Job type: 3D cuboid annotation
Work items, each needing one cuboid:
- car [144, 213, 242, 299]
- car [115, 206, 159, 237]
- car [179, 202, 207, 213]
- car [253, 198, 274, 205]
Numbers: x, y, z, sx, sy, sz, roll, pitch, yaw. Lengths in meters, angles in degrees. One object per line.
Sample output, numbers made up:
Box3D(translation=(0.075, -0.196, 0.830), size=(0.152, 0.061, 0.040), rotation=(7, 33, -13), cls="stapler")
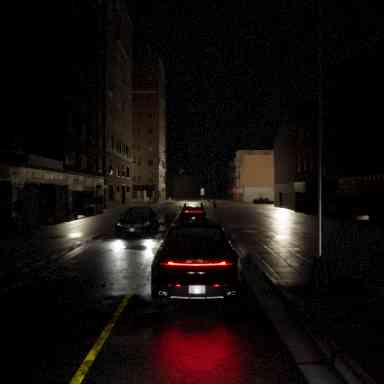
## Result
Box3D(translation=(0.102, 1.505, 8.404), size=(1.837, 1.490, 4.892), rotation=(0, 0, 0), cls="car")
Box3D(translation=(-2.847, 1.526, 18.111), size=(1.812, 1.442, 4.674), rotation=(0, 0, 0), cls="car")
Box3D(translation=(0.101, 1.492, 24.184), size=(2.128, 1.511, 4.902), rotation=(0, 0, 0), cls="car")
Box3D(translation=(13.224, 1.694, 60.627), size=(4.313, 1.339, 1.947), rotation=(0, -1, 0), cls="car")
